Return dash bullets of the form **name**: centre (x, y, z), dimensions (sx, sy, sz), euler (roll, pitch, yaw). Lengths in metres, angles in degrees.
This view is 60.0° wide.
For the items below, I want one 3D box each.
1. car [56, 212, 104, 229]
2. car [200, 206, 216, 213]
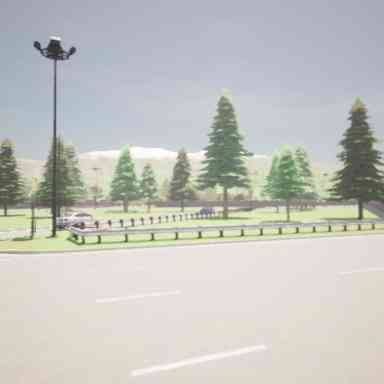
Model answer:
- **car**: centre (-9.657, 2.430, 28.722), dimensions (1.812, 1.442, 4.674), euler (-1, -2, 30)
- **car**: centre (2.758, 3.216, 57.420), dimensions (1.812, 1.442, 4.674), euler (-1, -2, 18)
